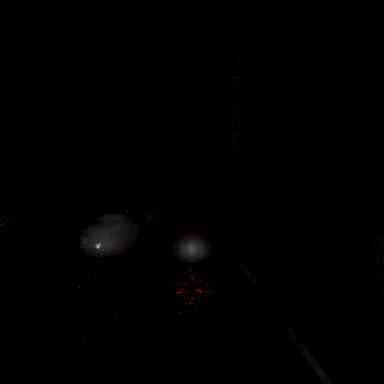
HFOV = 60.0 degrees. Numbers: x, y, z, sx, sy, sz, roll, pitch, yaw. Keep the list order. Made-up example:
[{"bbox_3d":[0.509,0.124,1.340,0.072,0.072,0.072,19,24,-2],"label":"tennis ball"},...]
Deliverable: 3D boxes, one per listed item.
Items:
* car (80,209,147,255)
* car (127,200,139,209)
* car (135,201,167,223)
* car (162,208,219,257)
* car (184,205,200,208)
[{"bbox_3d":[-3.224,1.673,13.896,1.812,1.442,4.674,0,0,0],"label":"car"},{"bbox_3d":[-9.804,2.069,56.926,1.882,1.535,5.008,0,-1,0],"label":"car"},{"bbox_3d":[-3.225,1.791,28.504,2.128,1.511,4.902,0,0,0],"label":"car"},{"bbox_3d":[0.022,1.651,13.494,1.837,1.490,4.892,0,0,0],"label":"car"},{"bbox_3d":[0.029,1.827,28.888,1.812,1.442,4.674,0,0,0],"label":"car"}]
